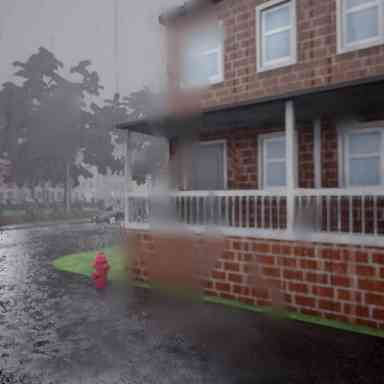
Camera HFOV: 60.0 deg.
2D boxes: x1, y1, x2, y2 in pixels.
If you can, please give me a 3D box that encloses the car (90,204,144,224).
[{"bbox_3d":[-6.028,1.767,27.316,1.837,1.490,4.892,-1,-1,36],"label":"car"}]
